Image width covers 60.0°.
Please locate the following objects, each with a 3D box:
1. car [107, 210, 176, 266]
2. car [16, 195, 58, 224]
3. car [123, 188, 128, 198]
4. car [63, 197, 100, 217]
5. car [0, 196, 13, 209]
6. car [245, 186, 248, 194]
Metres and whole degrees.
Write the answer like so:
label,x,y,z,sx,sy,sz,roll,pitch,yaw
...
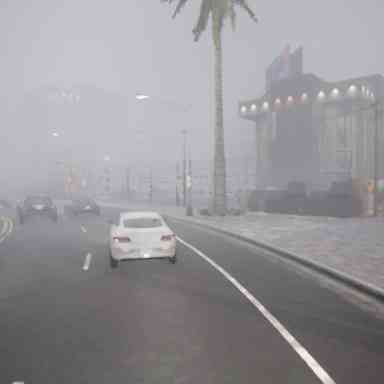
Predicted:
label,x,y,z,sx,sy,sz,roll,pitch,yaw
car,-1.685,1.302,10.646,1.812,1.442,4.674,0,1,-13
car,-10.062,0.936,21.390,2.097,1.767,4.553,-1,1,-30
car,-11.257,0.124,54.960,4.553,1.767,2.185,1,2,42
car,-8.509,1.054,25.457,1.994,1.385,4.181,-1,1,-32
car,-19.107,0.994,32.256,4.718,1.301,1.895,1,2,44
car,8.818,0.258,52.120,4.674,1.452,2.002,1,2,42
